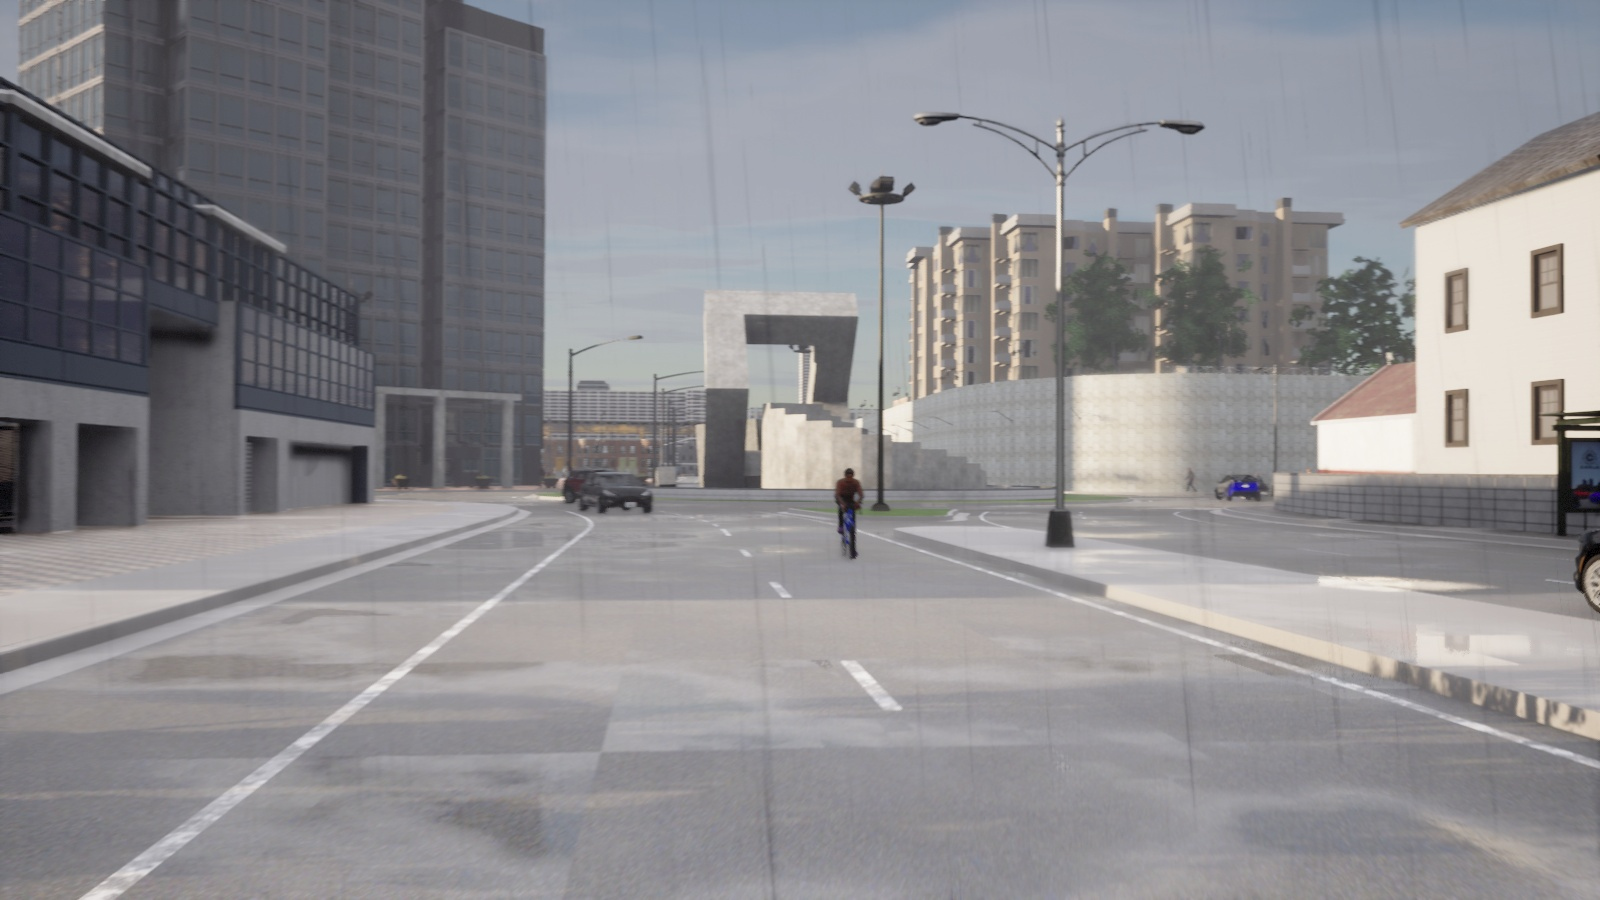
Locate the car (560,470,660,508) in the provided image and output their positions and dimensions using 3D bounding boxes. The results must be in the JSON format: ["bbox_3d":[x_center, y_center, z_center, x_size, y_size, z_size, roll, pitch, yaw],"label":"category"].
[{"bbox_3d":[-8.647,1.720,56.793,2.033,1.649,4.856,1,-1,-44],"label":"car"}]

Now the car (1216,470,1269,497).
[{"bbox_3d":[25.256,1.895,71.776,2.007,1.525,4.514,0,-1,8],"label":"car"}]

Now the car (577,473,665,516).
[{"bbox_3d":[-6.733,1.617,46.810,2.163,1.488,4.792,0,-1,-22],"label":"car"}]

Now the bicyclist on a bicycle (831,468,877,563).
[{"bbox_3d":[0.947,1.142,22.510,0.582,1.620,1.656,0,-1,-6],"label":"bicyclist on a bicycle"}]

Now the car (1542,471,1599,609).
[{"bbox_3d":[10.012,0.975,12.515,1.882,1.535,5.008,0,-1,-6],"label":"car"}]
